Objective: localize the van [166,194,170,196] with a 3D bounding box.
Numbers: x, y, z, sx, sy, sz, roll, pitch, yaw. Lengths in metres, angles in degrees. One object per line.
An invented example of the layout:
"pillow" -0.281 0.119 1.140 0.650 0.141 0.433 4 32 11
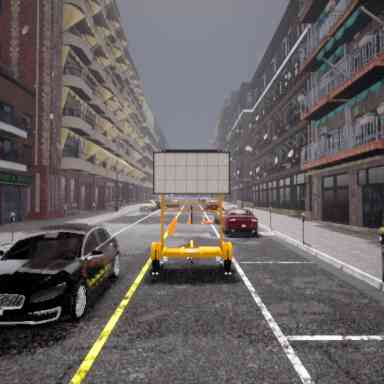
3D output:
"van" -5.292 1.457 57.594 1.690 1.788 3.998 2 0 0

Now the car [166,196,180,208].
"car" -2.845 1.656 50.049 1.994 1.385 4.181 0 0 0

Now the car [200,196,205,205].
"car" 2.583 1.632 46.472 2.008 1.369 4.403 1 0 0

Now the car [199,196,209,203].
"car" 2.592 1.622 74.126 1.967 1.590 4.097 1 0 0

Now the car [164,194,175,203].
"car" -5.293 1.522 79.716 2.192 1.841 5.009 1 0 0

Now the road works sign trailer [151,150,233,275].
"road works sign trailer" -0.010 0.472 10.490 2.380 3.560 2.880 0 0 0

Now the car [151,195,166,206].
"car" -5.291 1.397 46.535 2.192 1.841 5.009 2 0 0

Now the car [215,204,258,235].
"car" 2.584 1.564 18.818 1.887 1.381 4.507 1 0 0

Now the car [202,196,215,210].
"car" 2.583 1.612 40.940 1.887 1.381 4.507 1 0 0

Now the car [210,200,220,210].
"car" 2.585 1.554 24.520 1.752 1.417 4.829 1 0 0

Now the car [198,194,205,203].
"car" 2.583 1.681 63.064 1.887 1.381 4.507 1 0 0

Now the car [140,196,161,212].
"car" -5.296 1.592 40.833 1.752 1.417 4.829 2 0 0

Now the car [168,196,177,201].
"car" -5.299 1.826 90.778 1.947 1.339 4.313 1 0 0

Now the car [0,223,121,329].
"car" -2.849 1.509 7.295 1.837 1.490 4.892 0 0 0

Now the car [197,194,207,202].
"car" 2.553 1.547 85.188 2.192 1.841 5.009 1 0 0
